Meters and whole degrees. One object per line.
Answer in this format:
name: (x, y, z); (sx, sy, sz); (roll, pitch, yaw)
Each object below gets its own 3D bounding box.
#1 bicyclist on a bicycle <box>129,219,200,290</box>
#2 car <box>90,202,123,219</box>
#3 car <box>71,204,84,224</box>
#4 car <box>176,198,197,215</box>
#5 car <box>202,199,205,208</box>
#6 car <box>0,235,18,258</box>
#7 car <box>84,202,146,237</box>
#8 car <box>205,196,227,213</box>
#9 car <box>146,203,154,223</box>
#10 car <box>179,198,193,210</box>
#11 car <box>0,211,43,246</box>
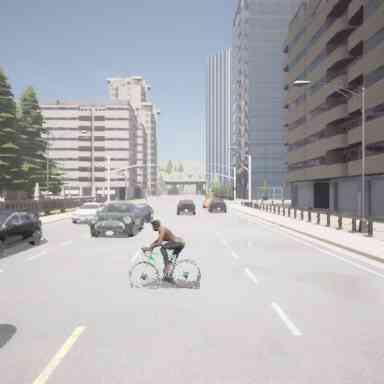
bicyclist on a bicycle: (-0.642, 1.455, 7.655); (1.656, 1.620, 0.582); (-2, 0, -1)
car: (-7.672, 1.601, 30.283); (1.895, 1.301, 4.718); (0, 0, -1)
car: (-7.507, 1.525, 25.004); (1.812, 1.442, 4.674); (0, 0, -1)
car: (-0.601, 1.505, 34.364); (1.837, 1.490, 4.892); (0, 0, -1)
car: (2.591, 1.352, 46.777); (2.097, 1.767, 4.553); (0, 0, -1)
car: (-3.626, 1.478, 2.631); (1.882, 1.535, 5.008); (0, 0, -1)
car: (-3.946, 1.351, 17.960); (2.097, 1.767, 4.553); (0, 0, -1)
car: (2.809, 1.505, 37.643); (1.837, 1.490, 4.892); (0, 0, -1)
car: (-4.014, 1.565, 25.587); (1.994, 1.385, 4.181); (0, 0, -1)
car: (-0.804, 1.526, 43.611); (1.812, 1.442, 4.674); (0, 0, -1)
car: (-7.335, 1.492, 12.496); (2.128, 1.511, 4.902); (0, 0, -1)
